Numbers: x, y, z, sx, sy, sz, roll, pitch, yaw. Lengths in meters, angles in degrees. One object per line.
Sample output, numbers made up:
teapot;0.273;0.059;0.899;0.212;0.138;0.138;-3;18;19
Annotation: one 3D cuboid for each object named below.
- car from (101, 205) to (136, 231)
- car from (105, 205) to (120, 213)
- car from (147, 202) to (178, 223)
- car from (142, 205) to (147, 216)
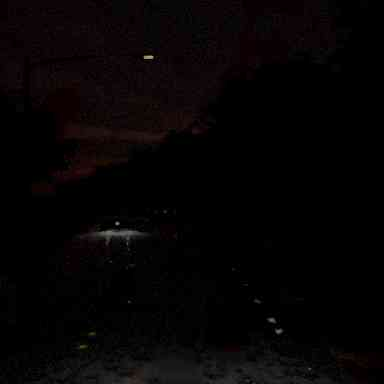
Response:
car;-4.673;1.709;21.671;1.994;1.385;4.181;0;-1;-8
car;-14.843;3.149;61.751;2.128;1.511;4.902;0;-3;-20
car;-2.432;1.623;28.181;2.097;1.767;4.553;0;-1;-9
car;-4.954;2.221;40.527;1.994;1.385;4.181;0;-2;-13
